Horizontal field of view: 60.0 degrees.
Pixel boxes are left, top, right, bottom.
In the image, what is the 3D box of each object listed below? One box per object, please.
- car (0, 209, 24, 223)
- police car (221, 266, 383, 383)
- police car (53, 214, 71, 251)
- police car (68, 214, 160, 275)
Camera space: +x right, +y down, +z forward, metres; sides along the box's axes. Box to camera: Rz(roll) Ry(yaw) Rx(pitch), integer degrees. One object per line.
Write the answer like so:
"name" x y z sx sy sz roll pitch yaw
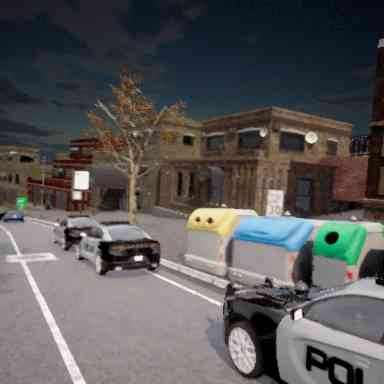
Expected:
"car" -19.901 2.597 36.638 1.994 1.385 4.181 2 -2 -38
"police car" 2.218 1.613 3.601 1.930 1.638 5.238 2 -3 -31
"police car" -6.010 1.991 17.410 1.930 1.638 5.238 2 -3 -31
"police car" -2.925 1.849 12.232 1.930 1.638 5.238 2 -3 -31
